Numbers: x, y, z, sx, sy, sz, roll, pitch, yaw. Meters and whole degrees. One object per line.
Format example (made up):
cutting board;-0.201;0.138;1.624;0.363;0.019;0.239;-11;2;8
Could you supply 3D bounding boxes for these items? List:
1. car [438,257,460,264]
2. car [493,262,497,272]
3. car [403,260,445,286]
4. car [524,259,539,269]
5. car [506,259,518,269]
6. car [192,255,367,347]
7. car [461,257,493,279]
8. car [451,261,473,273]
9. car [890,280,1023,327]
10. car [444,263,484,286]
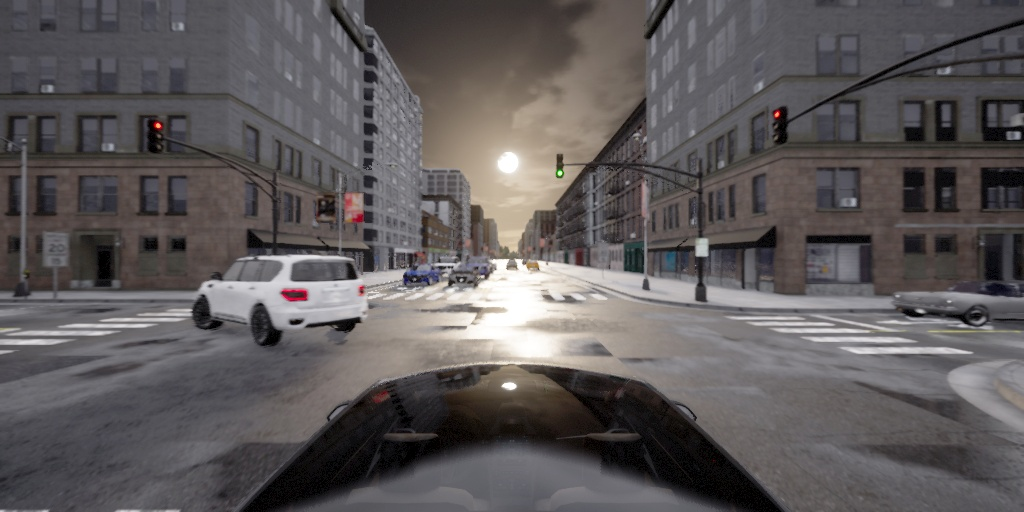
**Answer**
car;-6.550;1.084;36.650;2.150;2.045;5.566;0;0;1
car;-3.239;1.393;45.167;1.837;1.490;4.892;0;0;0
car;-6.585;1.310;26.705;1.882;1.535;5.008;0;0;0
car;3.364;1.405;59.161;1.882;1.535;5.008;0;0;0
car;0.036;1.529;59.422;1.895;1.301;4.718;0;0;0
car;-6.265;0.996;9.604;5.566;2.045;2.150;0;-1;32
car;-3.312;1.079;35.029;2.150;2.045;5.566;0;0;0
car;-6.489;1.441;47.081;2.033;1.411;5.357;0;0;0
car;15.055;1.431;11.270;4.718;1.301;1.895;0;0;1
car;-3.329;1.393;25.687;1.994;1.385;4.181;0;0;0
